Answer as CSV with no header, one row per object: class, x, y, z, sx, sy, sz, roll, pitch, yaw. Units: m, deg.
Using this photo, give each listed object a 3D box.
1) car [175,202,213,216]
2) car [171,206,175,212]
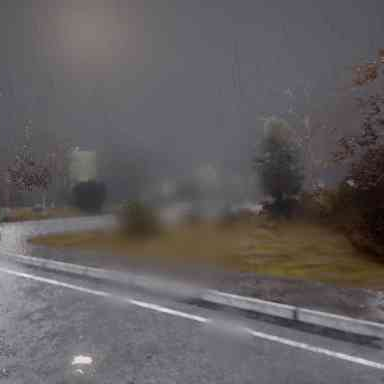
car,0.338,2.126,39.742,1.994,1.385,4.181,-3,-2,32
car,-1.616,2.597,56.468,1.882,1.535,5.008,-3,-2,33
